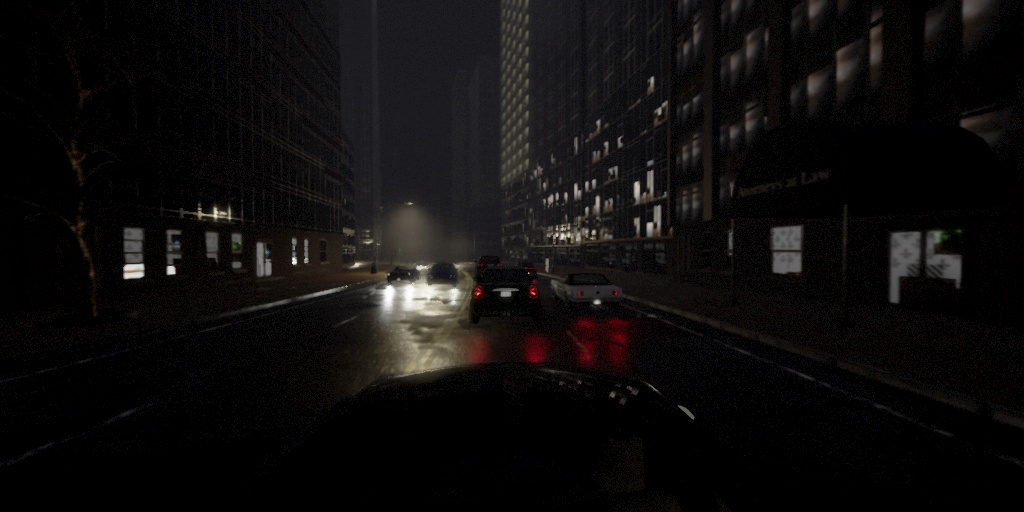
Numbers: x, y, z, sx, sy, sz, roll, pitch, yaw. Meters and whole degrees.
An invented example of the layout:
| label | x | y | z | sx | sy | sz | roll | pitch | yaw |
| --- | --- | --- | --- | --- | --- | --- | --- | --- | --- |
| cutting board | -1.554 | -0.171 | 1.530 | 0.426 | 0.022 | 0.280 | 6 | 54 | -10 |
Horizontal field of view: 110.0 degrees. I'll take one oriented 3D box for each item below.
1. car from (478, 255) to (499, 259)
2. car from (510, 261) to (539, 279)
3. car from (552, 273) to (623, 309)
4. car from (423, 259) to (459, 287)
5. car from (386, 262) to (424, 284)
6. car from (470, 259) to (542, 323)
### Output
| label | x | y | z | sx | sy | sz | roll | pitch | yaw |
| --- | --- | --- | --- | --- | --- | --- | --- | --- | --- |
| car | -2.161 | 0.949 | 32.362 | 2.150 | 2.045 | 5.566 | 0 | 0 | -8 |
| car | 1.041 | 1.219 | 32.807 | 1.837 | 1.490 | 4.892 | 0 | 0 | -8 |
| car | 2.871 | 1.336 | 14.837 | 1.895 | 1.301 | 4.718 | 0 | 0 | -3 |
| car | -4.718 | 1.227 | 24.895 | 1.882 | 1.535 | 5.008 | 0 | 0 | -6 |
| car | -8.296 | 1.360 | 27.658 | 1.895 | 1.301 | 4.718 | 0 | 0 | -7 |
| car | -0.265 | 1.098 | 12.307 | 2.097 | 1.767 | 4.553 | 0 | 0 | -3 |
